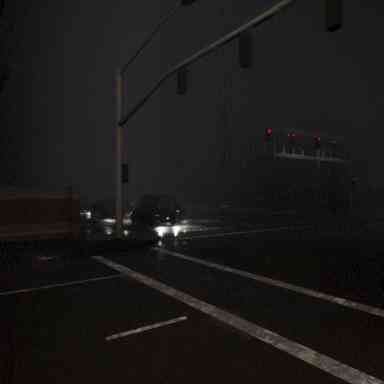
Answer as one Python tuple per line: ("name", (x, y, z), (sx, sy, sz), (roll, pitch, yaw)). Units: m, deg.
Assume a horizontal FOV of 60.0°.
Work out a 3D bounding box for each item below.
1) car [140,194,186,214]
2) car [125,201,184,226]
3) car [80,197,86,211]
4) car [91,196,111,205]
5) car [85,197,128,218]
("car", (-2.782, 1.222, 29.659), (2.150, 2.045, 5.566), (0, 0, -36))
("car", (-2.755, 1.564, 23.612), (1.994, 1.385, 4.181), (0, 0, -35))
("car", (-13.279, 1.526, 38.290), (1.812, 1.442, 4.674), (0, 0, -36))
("car", (-16.864, 1.478, 61.586), (1.882, 1.535, 5.008), (0, 0, -36))
("car", (-7.853, 1.478, 30.717), (1.882, 1.535, 5.008), (0, 0, -36))
